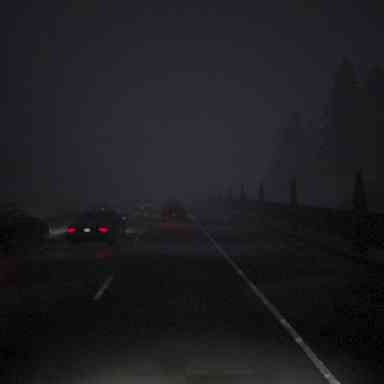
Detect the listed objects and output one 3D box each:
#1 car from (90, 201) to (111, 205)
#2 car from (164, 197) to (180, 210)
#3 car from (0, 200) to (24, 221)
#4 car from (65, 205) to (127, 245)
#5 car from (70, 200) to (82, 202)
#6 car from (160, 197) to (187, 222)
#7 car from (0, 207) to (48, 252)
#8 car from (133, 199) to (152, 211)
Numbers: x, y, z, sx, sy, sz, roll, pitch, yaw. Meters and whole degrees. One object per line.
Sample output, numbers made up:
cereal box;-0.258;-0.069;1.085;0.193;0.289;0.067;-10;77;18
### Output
car;-8.892;1.573;32.546;1.895;1.301;4.718;0;0;-4
car;-2.539;1.414;42.338;1.882;1.535;5.008;0;0;-4
car;-15.744;1.507;27.122;1.837;1.490;4.892;0;0;-4
car;-4.241;1.534;15.405;2.033;1.411;5.357;0;0;-4
car;-21.505;1.486;61.974;1.812;1.442;4.674;0;0;-3
car;-1.451;1.438;26.134;1.882;1.535;5.008;0;0;-4
car;-7.669;1.491;13.905;2.128;1.511;4.902;0;0;-4
car;-5.884;1.552;40.001;1.895;1.301;4.718;0;0;-4
